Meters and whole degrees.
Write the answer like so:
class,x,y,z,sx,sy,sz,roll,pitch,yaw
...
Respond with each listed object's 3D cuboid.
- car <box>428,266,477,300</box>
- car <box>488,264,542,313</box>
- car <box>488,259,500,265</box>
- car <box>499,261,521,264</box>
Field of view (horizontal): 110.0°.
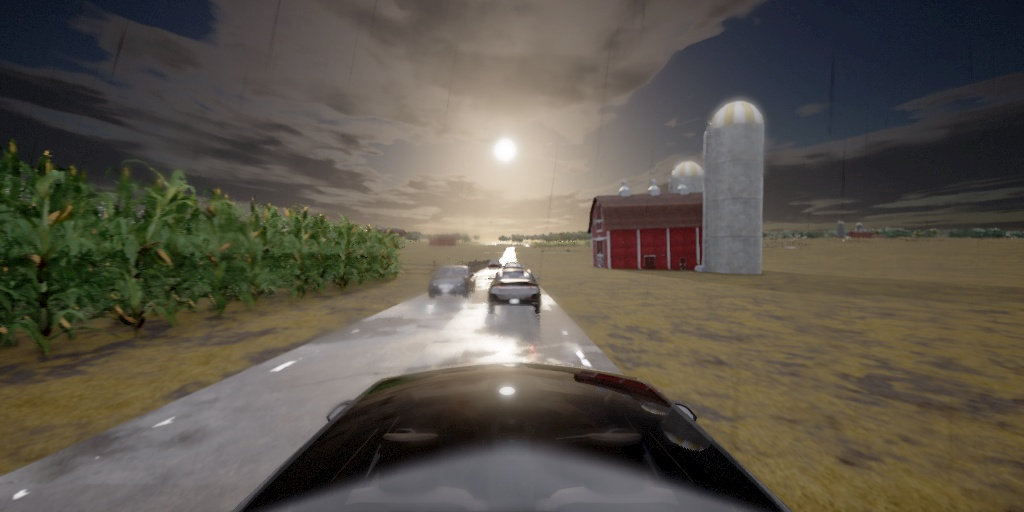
class,x,y,z,sx,sy,sz,roll,pitch,yaw
car,-2.854,1.244,17.923,2.128,1.511,4.902,0,0,0
car,0.094,1.239,13.922,2.128,1.511,4.902,0,0,0
car,-2.826,1.259,58.697,2.097,1.767,4.553,0,0,0
car,0.090,1.273,32.278,1.882,1.535,5.008,0,0,0
